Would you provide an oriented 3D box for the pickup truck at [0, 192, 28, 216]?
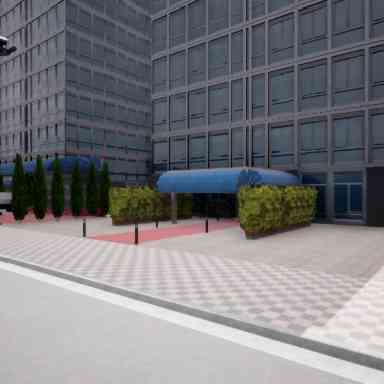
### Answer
[{"bbox_3d":[-15.317,1.059,27.938,2.390,2.098,6.274,0,0,-22],"label":"pickup truck"}]
